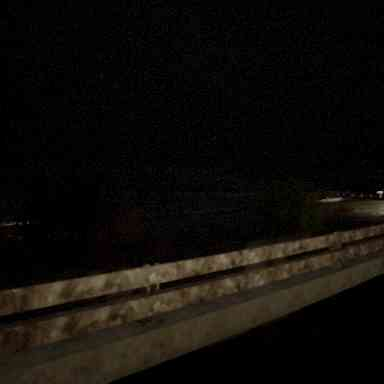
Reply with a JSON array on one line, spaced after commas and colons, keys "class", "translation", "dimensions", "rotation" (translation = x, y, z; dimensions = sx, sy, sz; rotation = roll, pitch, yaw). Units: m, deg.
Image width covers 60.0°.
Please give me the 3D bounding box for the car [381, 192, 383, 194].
[{"class": "car", "translation": [43.535, 0.585, 73.830], "dimensions": [2.033, 1.411, 5.357], "rotation": [-1, 0, 4]}]
